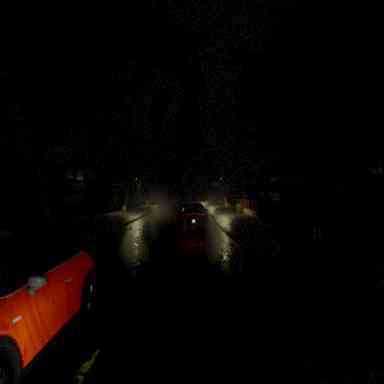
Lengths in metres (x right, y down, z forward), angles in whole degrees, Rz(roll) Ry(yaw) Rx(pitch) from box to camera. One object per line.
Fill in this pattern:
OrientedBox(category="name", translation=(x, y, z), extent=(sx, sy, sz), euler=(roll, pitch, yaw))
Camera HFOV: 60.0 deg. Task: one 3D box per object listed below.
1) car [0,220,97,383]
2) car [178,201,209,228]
OrientedBox(category="car", translation=(-2.850, 1.371, 4.441), extent=(2.097, 1.767, 4.553), euler=(0, 0, 0))
OrientedBox(category="car", translation=(0.106, 1.595, 23.176), extent=(1.837, 1.490, 4.892), euler=(0, -1, 0))
